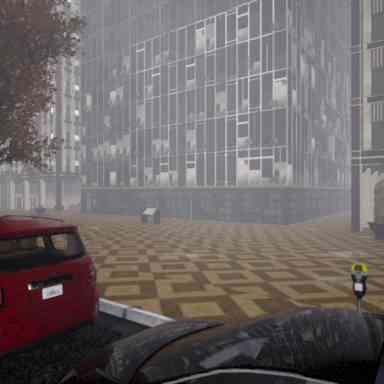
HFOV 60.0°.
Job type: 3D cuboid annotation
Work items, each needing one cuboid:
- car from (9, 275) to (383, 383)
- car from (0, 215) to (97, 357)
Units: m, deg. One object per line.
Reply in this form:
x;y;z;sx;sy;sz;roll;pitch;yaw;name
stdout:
0.827;1.566;2.287;4.313;1.339;1.947;0;0;36;car
-3.665;1.314;5.501;5.009;1.841;2.192;0;0;36;car
